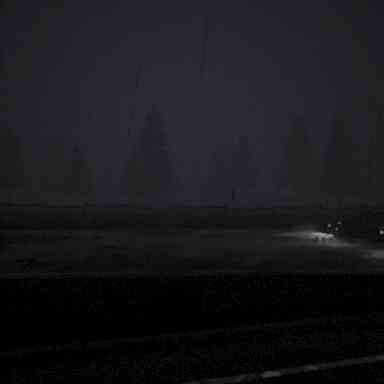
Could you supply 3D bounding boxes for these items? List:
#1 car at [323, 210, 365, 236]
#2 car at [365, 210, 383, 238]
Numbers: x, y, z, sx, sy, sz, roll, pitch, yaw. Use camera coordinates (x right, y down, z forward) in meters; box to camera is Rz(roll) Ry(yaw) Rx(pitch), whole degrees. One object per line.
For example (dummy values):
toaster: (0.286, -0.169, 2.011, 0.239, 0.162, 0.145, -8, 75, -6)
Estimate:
car: (9.976, 1.771, 19.604, 4.181, 1.385, 1.994, 0, 0, -7)
car: (11.514, 1.684, 16.269, 4.902, 1.511, 2.128, 0, 0, -8)
